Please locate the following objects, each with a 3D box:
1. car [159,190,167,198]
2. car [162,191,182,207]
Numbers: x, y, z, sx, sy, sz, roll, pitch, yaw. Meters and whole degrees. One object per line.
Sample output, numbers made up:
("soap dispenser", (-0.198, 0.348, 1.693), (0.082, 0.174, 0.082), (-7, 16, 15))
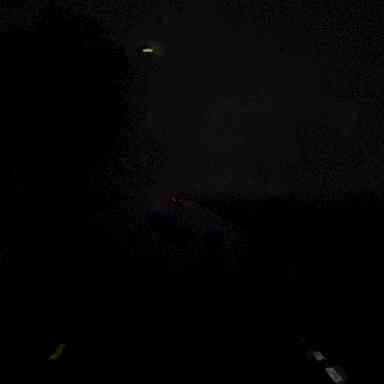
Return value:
("car", (-5.349, 0.346, 63.805), (2.033, 1.411, 5.357), (0, 2, -8))
("car", (-2.115, 0.928, 37.959), (2.033, 1.411, 5.357), (0, 1, -6))
